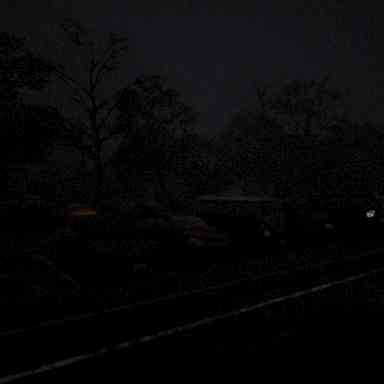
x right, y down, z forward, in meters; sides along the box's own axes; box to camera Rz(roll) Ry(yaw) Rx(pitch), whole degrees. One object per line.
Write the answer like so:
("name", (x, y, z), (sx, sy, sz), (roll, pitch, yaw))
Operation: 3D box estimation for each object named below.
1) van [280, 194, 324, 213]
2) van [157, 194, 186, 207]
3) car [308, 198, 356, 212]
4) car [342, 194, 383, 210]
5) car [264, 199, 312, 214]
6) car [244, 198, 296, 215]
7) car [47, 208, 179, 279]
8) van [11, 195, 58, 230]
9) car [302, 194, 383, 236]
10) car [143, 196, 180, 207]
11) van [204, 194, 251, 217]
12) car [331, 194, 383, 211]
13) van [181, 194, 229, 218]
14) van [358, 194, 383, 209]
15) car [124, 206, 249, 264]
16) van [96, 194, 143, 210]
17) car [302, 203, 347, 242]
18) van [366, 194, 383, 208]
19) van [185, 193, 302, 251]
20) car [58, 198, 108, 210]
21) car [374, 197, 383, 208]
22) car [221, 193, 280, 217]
("van", (12.223, 1.227, 37.145), (1.878, 1.987, 4.442), (0, 0, -35))
("van", (-1.187, 1.125, 27.310), (1.878, 1.987, 4.442), (0, 0, -35))
("car", (16.908, 1.487, 40.331), (2.097, 1.535, 5.008), (0, 0, -35))
("car", (23.693, 1.287, 45.135), (2.435, 2.045, 5.566), (0, 0, -35))
("car", (10.137, 1.476, 35.514), (2.002, 1.452, 4.674), (0, 0, -35))
("car", (7.882, 1.419, 33.904), (2.097, 1.535, 5.008), (0, 0, -35))
("car", (-2.696, 1.476, 10.285), (2.163, 1.488, 4.792), (-1, 0, -35))
("van", (-10.226, 1.218, 21.160), (1.878, 1.987, 4.442), (-1, 0, -35))
("car", (6.302, 1.100, 16.764), (2.435, 2.045, 5.566), (0, 0, -35))
("car", (-3.391, 1.361, 25.890), (2.097, 1.535, 5.008), (-1, 0, -35))
("van", (3.197, 1.159, 30.718), (1.878, 1.987, 4.442), (0, 0, -35))
("car", (21.436, 1.270, 43.528), (2.435, 2.045, 5.566), (0, 0, -35))
("van", (1.043, 1.143, 29.184), (1.878, 1.987, 4.442), (0, 0, -35))
("van", (26.000, 1.329, 46.669), (1.878, 1.987, 4.442), (0, 0, -35))
("car", (-0.452, 1.459, 11.923), (2.002, 1.452, 4.674), (-1, 0, -35))
("van", (-5.578, 1.163, 24.182), (1.878, 1.987, 4.442), (-1, 0, -35))
("car", (4.060, 1.393, 15.168), (2.163, 1.488, 4.792), (0, 0, -35))
("van", (28.121, 1.346, 48.466), (1.878, 1.987, 4.442), (0, 0, -35))
("van", (1.876, 1.166, 13.434), (1.878, 1.987, 4.442), (-1, 0, -35))
("car", (-7.792, 1.414, 22.523), (1.946, 1.575, 5.366), (-1, 0, -35))
("car", (30.441, 1.589, 49.981), (2.097, 1.535, 5.008), (0, 0, -35))
("car", (5.538, 1.150, 32.207), (2.435, 2.045, 5.566), (0, 0, -35))
